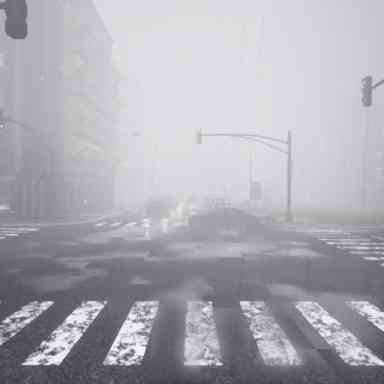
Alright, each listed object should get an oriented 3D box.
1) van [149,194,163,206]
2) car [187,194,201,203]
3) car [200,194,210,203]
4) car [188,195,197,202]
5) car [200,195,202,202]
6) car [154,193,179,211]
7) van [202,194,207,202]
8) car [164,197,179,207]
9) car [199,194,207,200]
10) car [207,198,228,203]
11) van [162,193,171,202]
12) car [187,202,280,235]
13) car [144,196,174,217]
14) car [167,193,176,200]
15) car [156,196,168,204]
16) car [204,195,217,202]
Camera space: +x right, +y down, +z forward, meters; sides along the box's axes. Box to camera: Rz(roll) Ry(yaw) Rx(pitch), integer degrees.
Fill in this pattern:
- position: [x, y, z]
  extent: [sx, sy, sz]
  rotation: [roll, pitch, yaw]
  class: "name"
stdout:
- position: [-5.678, 1.284, 52.541]
  extent: [1.690, 1.788, 3.998]
  rotation: [-1, 0, 0]
  class: "van"
- position: [0.135, 1.279, 61.396]
  extent: [2.097, 1.767, 4.553]
  rotation: [0, 0, 0]
  class: "car"
- position: [2.685, 1.351, 69.507]
  extent: [1.967, 1.590, 4.097]
  rotation: [-1, 0, 0]
  class: "car"
- position: [0.054, 1.408, 71.093]
  extent: [1.837, 1.490, 4.892]
  rotation: [0, 0, 0]
  class: "car"
- position: [2.672, 1.488, 52.570]
  extent: [1.887, 1.381, 4.507]
  rotation: [-1, 0, 0]
  class: "car"
- position: [-3.070, 1.313, 40.532]
  extent: [2.097, 1.767, 4.553]
  rotation: [0, 0, 0]
  class: "car"
- position: [2.667, 1.293, 46.924]
  extent: [1.690, 1.788, 3.998]
  rotation: [-1, 0, 0]
  class: "van"
- position: [-3.053, 1.511, 50.497]
  extent: [1.994, 1.385, 4.181]
  rotation: [0, 0, 0]
  class: "car"
- position: [2.724, 1.309, 86.445]
  extent: [1.967, 1.590, 4.097]
  rotation: [-1, 0, 0]
  class: "car"
- position: [2.661, 1.520, 29.987]
  extent: [1.887, 1.381, 4.507]
  rotation: [-1, 0, 0]
  class: "car"
- position: [-5.667, 1.239, 75.126]
  extent: [1.690, 1.788, 3.998]
  rotation: [-1, 0, 0]
  class: "van"
- position: [2.234, 1.535, 18.923]
  extent: [5.357, 1.411, 2.033]
  rotation: [0, 0, 42]
  class: "car"
- position: [-3.080, 1.452, 31.217]
  extent: [1.882, 1.535, 5.008]
  rotation: [0, 0, 0]
  class: "car"
- position: [-5.658, 1.169, 92.065]
  extent: [2.192, 1.841, 5.009]
  rotation: [-1, 0, 0]
  class: "car"
- position: [-5.670, 1.467, 63.833]
  extent: [1.887, 1.381, 4.507]
  rotation: [-1, 0, 0]
  class: "car"
- position: [2.663, 1.408, 35.632]
  extent: [1.967, 1.590, 4.097]
  rotation: [-1, 0, 0]
  class: "car"
